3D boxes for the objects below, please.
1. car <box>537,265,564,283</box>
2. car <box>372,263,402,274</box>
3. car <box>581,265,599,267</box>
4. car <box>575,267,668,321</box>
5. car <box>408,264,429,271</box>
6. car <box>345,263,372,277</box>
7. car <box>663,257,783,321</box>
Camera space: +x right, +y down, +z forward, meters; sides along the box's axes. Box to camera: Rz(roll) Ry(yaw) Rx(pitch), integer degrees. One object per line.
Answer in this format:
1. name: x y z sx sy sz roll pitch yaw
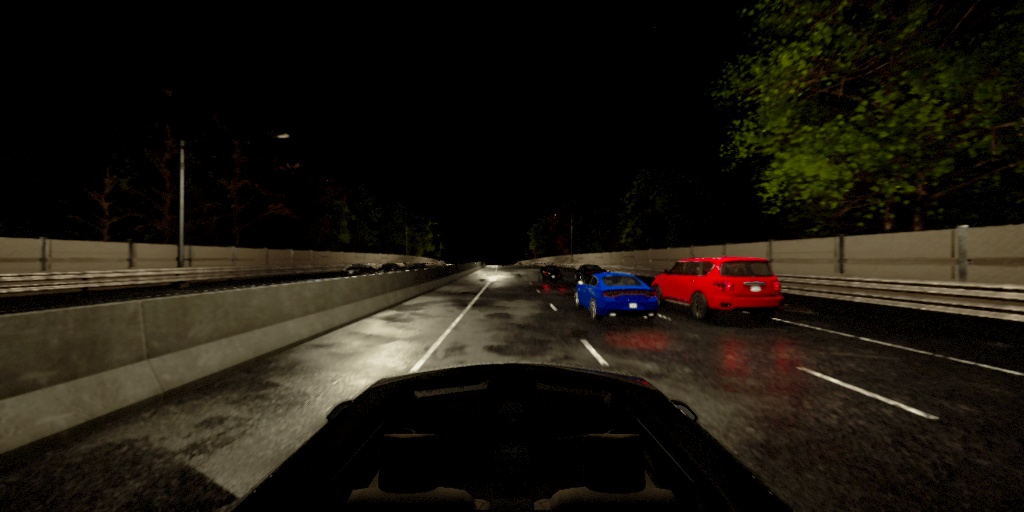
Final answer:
1. car: 3.361 1.557 31.772 1.812 1.442 4.674 0 -1 -1
2. car: -14.548 1.643 42.666 1.837 1.490 4.892 0 -1 -1
3. car: 6.847 1.508 31.847 1.882 1.535 5.008 0 -1 -1
4. car: 3.561 1.332 13.043 1.882 1.535 5.008 0 -1 0
5. car: -11.042 1.664 42.816 1.812 1.442 4.674 0 -1 -1
6. car: -18.045 1.630 42.551 2.128 1.511 4.902 0 -1 -1
7. car: 7.062 1.074 13.099 2.150 2.045 5.566 0 -1 0
